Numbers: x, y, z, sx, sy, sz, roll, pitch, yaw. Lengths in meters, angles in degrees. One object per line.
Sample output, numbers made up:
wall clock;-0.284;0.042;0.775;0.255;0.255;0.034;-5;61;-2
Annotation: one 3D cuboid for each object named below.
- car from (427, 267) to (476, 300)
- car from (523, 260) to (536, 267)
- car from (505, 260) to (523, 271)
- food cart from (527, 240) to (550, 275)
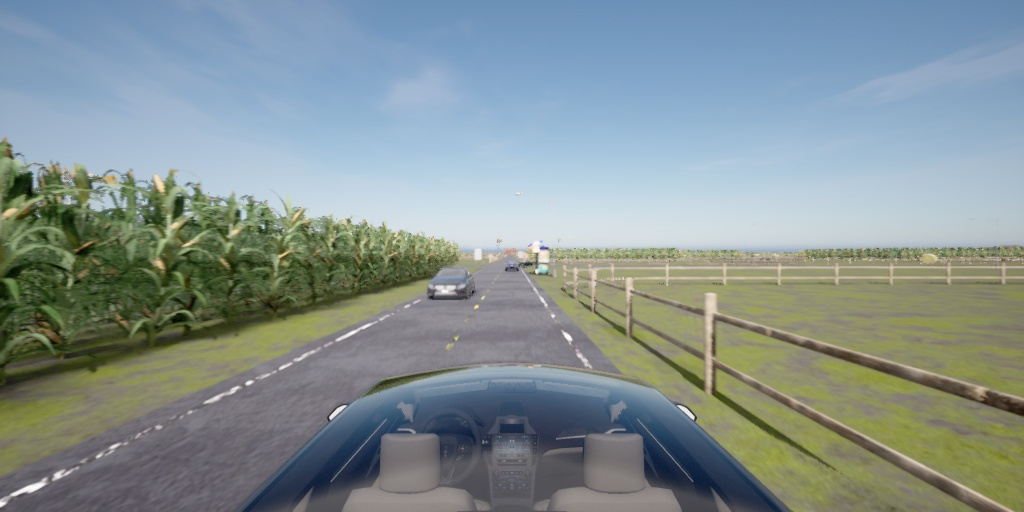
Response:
car;-2.853;1.261;17.611;1.812;1.442;4.674;0;0;0
car;2.197;1.289;63.064;4.718;1.301;1.895;0;0;-43
car;0.005;1.243;47.078;2.033;1.411;5.357;0;0;0
food cart;3.117;0.176;37.536;2.280;3.560;4.660;0;0;0
